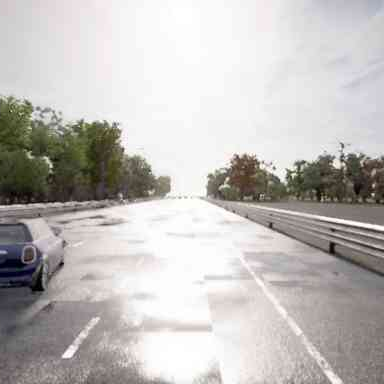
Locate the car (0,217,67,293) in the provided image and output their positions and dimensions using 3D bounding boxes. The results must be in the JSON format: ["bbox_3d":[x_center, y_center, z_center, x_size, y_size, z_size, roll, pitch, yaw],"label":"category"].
[{"bbox_3d":[-4.775,1.441,9.095,2.097,1.767,4.553,0,0,-13],"label":"car"}]
